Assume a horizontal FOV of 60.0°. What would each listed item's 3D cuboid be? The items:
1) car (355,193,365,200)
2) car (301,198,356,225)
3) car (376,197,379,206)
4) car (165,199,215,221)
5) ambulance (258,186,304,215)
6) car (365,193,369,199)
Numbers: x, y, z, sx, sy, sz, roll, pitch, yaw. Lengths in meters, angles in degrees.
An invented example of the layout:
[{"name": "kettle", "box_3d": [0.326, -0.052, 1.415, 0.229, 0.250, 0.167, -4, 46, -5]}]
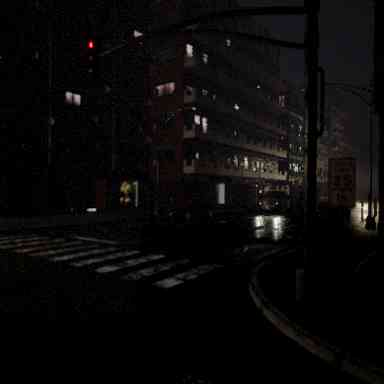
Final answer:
[{"name": "car", "box_3d": [35.629, 0.992, 72.152, 1.802, 1.307, 4.206, 1, 1, 36]}, {"name": "car", "box_3d": [8.857, 1.252, 21.322, 1.887, 1.381, 4.507, 1, 1, 36]}, {"name": "car", "box_3d": [25.680, 1.117, 44.425, 1.752, 1.417, 4.829, 1, 1, 36]}, {"name": "car", "box_3d": [-0.069, 1.191, 23.715, 1.887, 1.381, 4.507, 1, 1, 36]}, {"name": "ambulance", "box_3d": [8.171, 0.662, 30.179, 2.351, 2.431, 6.366, 1, 1, 36]}, {"name": "car", "box_3d": [42.352, 0.934, 81.314, 1.947, 1.339, 4.313, 1, 1, 36]}]
